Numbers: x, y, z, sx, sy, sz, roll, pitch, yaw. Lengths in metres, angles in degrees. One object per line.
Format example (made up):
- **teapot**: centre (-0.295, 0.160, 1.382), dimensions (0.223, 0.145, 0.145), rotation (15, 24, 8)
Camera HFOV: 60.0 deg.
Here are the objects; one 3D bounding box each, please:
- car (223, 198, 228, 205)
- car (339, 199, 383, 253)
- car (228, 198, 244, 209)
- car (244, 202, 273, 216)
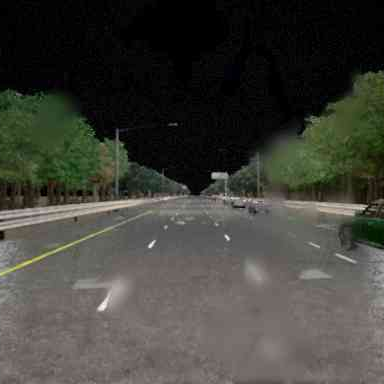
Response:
- **car**: centre (7.209, 1.912, 66.761), dimensions (2.128, 1.511, 4.902), rotation (0, 0, 0)
- **car**: centre (7.000, 1.240, 11.056), dimensions (2.150, 2.045, 5.566), rotation (0, 0, 0)
- **car**: centre (7.119, 1.856, 51.360), dimensions (1.994, 1.385, 4.181), rotation (0, -1, 0)
- **car**: centre (7.048, 1.762, 34.976), dimensions (1.895, 1.301, 4.718), rotation (0, 0, 0)
